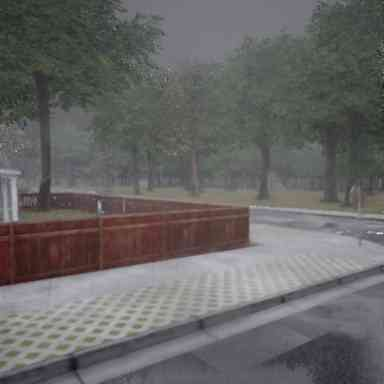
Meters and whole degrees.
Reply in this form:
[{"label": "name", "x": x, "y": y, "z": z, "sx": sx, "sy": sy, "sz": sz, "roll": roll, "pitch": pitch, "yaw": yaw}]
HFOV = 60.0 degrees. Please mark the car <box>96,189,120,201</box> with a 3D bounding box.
[{"label": "car", "x": -10.549, "y": 0.433, "z": 41.632, "sx": 2.128, "sy": 1.511, "sz": 4.902, "roll": -3, "pitch": 4, "yaw": -35}]
